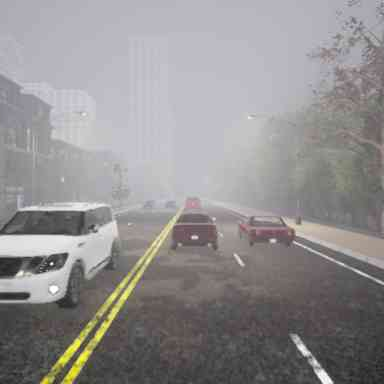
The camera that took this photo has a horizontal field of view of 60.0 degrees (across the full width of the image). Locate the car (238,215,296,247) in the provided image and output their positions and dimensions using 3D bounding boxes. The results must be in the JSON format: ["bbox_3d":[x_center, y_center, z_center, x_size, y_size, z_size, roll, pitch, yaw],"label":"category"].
[{"bbox_3d":[3.358,1.754,15.966,1.895,1.301,4.718,0,-1,0],"label":"car"}]

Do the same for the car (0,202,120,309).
[{"bbox_3d":[-3.346,1.303,8.412,2.150,2.045,5.566,0,-1,0],"label":"car"}]

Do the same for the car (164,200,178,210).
[{"bbox_3d":[-3.281,1.967,51.777,1.882,1.535,5.008,0,0,1],"label":"car"}]

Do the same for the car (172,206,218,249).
[{"bbox_3d":[0.107,1.625,15.370,1.882,1.535,5.008,0,0,0],"label":"car"}]

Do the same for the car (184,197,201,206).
[{"bbox_3d":[0.123,1.658,46.175,2.150,2.045,5.566,0,-1,0],"label":"car"}]

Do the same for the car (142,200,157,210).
[{"bbox_3d":[-6.530,1.993,51.816,1.837,1.490,4.892,0,0,1],"label":"car"}]
